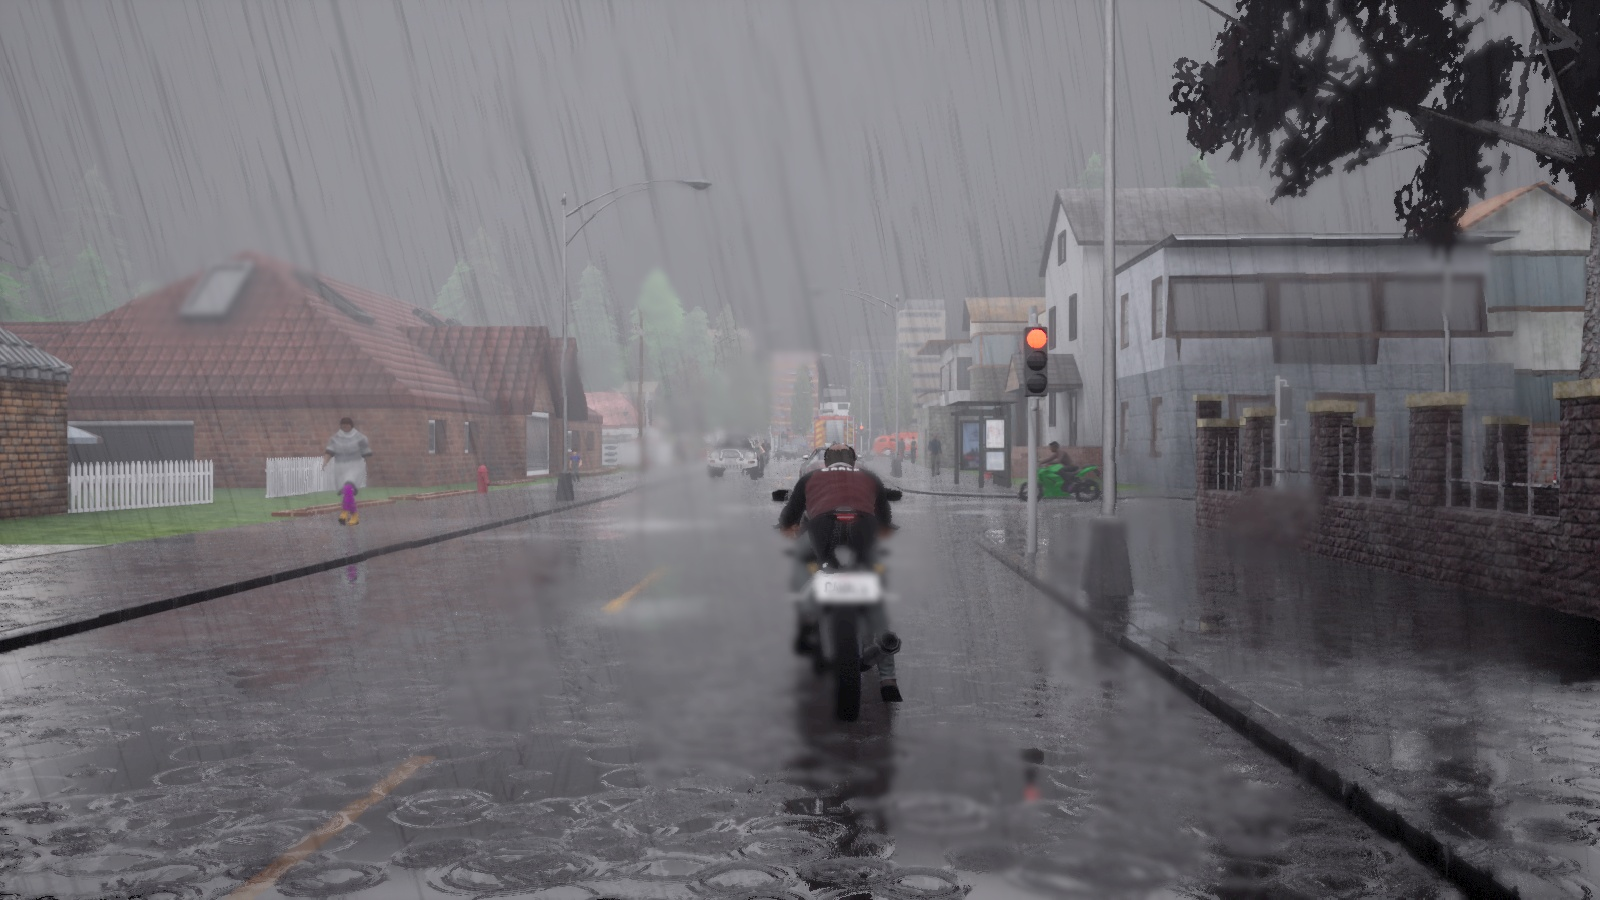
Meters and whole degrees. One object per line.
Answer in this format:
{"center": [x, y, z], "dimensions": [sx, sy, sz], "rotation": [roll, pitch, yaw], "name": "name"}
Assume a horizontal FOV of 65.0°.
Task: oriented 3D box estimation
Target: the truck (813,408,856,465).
{"center": [2.443, -0.918, 88.847], "dimensions": [2.891, 3.827, 8.468], "rotation": [0, 0, 1], "name": "truck"}

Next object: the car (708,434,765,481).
{"center": [-2.569, 0.268, 52.005], "dimensions": [1.932, 1.855, 4.605], "rotation": [0, 0, 2], "name": "car"}

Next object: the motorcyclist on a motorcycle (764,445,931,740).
{"center": [0.244, 0.739, 7.623], "dimensions": [0.866, 1.530, 2.191], "rotation": [0, 0, 0], "name": "motorcyclist on a motorcycle"}

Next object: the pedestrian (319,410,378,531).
{"center": [-7.475, 0.328, 20.818], "dimensions": [0.659, 1.952, 0.873], "rotation": [0, 0, 1], "name": "pedestrian"}

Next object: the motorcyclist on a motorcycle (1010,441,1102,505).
{"center": [6.225, 0.561, 30.562], "dimensions": [2.044, 1.523, 0.797], "rotation": [0, 1, -4], "name": "motorcyclist on a motorcycle"}

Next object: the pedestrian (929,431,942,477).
{"center": [5.497, 0.173, 50.943], "dimensions": [0.402, 1.842, 0.726], "rotation": [0, 0, -2], "name": "pedestrian"}

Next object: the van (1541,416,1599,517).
{"center": [18.371, 0.336, 26.301], "dimensions": [4.480, 2.038, 2.069], "rotation": [0, 0, -1], "name": "van"}

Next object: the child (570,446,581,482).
{"center": [-7.914, 0.480, 44.274], "dimensions": [0.270, 1.263, 0.437], "rotation": [0, 0, 2], "name": "child"}

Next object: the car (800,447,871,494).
{"center": [1.051, 0.590, 39.123], "dimensions": [1.994, 1.385, 4.181], "rotation": [0, 0, -2], "name": "car"}
